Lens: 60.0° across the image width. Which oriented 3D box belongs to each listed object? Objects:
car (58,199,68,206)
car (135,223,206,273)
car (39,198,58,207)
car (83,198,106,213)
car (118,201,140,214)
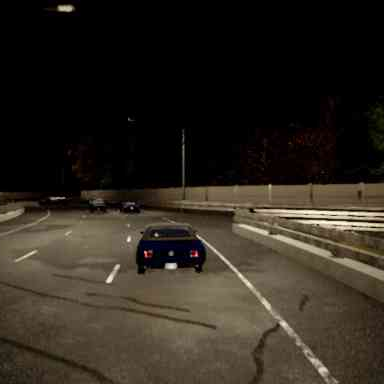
[{"bbox_3d":[-26.032,1.982,65.809,1.994,1.385,4.181,0,0,-37],"label":"car"},{"bbox_3d":[-0.762,1.659,10.912,1.895,1.301,4.718,0,0,-6],"label":"car"},{"bbox_3d":[-26.692,1.896,60.789,2.128,1.511,4.902,0,0,-35],"label":"car"},{"bbox_3d":[-11.555,1.737,40.309,2.128,1.511,4.902,0,0,-22],"label":"car"},{"bbox_3d":[-7.531,1.790,39.564,1.994,1.385,4.181,0,0,-21],"label":"car"}]
